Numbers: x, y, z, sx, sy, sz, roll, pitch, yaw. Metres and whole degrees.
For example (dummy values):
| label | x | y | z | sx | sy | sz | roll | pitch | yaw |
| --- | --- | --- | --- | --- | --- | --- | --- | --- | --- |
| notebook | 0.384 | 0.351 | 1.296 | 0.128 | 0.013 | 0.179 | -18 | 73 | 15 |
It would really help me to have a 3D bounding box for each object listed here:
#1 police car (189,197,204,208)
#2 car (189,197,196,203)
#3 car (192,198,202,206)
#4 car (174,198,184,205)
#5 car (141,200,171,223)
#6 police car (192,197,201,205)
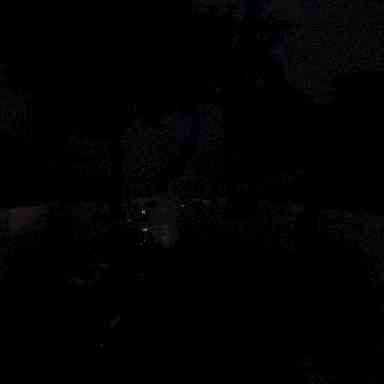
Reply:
| label | x | y | z | sx | sy | sz | roll | pitch | yaw |
| --- | --- | --- | --- | --- | --- | --- | --- | --- | --- |
| police car | 0.894 | 1.766 | 53.647 | 1.930 | 1.638 | 5.238 | 0 | 0 | 0 |
| car | 0.113 | 2.090 | 88.235 | 1.994 | 1.385 | 4.181 | 0 | -1 | 0 |
| car | 0.907 | 1.953 | 63.541 | 1.812 | 1.442 | 4.674 | 0 | -1 | 0 |
| car | -2.663 | 1.970 | 68.632 | 1.837 | 1.490 | 4.892 | 0 | 0 | 0 |
| car | -2.813 | 1.487 | 26.729 | 2.097 | 1.767 | 4.553 | 0 | 0 | 0 |
| police car | 0.914 | 1.910 | 69.655 | 1.930 | 1.638 | 5.238 | 0 | -1 | 0 |
